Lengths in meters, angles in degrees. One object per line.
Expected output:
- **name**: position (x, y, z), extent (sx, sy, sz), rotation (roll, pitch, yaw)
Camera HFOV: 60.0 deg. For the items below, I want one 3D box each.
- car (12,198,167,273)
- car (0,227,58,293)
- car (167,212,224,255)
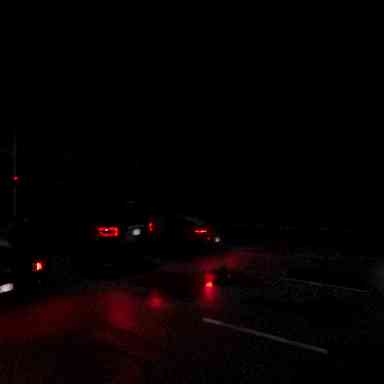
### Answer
- **car**: position (-3.732, 1.211, 10.906), extent (5.566, 2.045, 2.150), rotation (0, 0, 36)
- **car**: position (-5.430, 1.591, 7.814), extent (4.718, 1.301, 1.895), rotation (0, 0, 36)
- **car**: position (-0.970, 1.516, 13.226), extent (4.674, 1.442, 1.812), rotation (0, 0, 36)
